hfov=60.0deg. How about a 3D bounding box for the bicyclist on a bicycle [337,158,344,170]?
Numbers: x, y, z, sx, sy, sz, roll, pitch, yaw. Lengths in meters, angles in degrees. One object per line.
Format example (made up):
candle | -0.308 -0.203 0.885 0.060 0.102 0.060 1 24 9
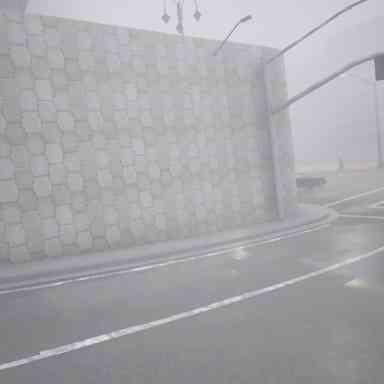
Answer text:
bicyclist on a bicycle | 20.054 -3.831 44.893 1.656 1.620 0.582 -11 6 -35

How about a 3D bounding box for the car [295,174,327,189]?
car | 10.009 -1.021 30.968 1.895 1.301 4.718 -11 6 -35
